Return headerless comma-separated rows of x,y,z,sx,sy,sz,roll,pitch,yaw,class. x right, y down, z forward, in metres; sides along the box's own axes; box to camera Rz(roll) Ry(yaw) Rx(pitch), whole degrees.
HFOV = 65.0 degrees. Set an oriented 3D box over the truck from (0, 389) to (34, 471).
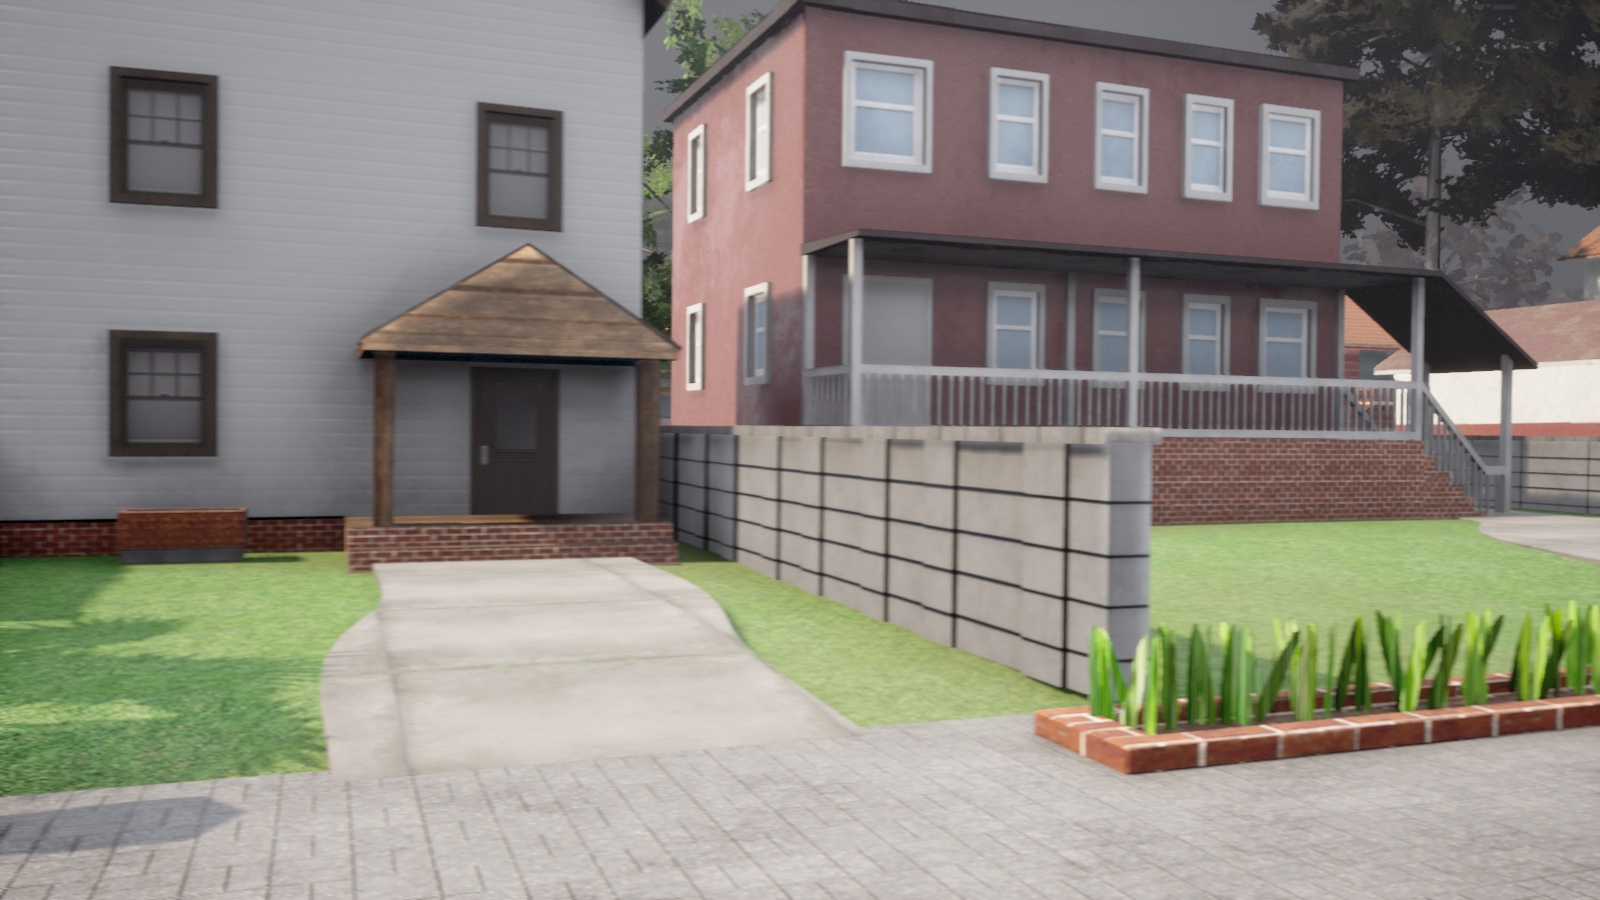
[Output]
-41.135,-0.879,58.831,8.468,3.827,2.891,-1,1,-21,truck
